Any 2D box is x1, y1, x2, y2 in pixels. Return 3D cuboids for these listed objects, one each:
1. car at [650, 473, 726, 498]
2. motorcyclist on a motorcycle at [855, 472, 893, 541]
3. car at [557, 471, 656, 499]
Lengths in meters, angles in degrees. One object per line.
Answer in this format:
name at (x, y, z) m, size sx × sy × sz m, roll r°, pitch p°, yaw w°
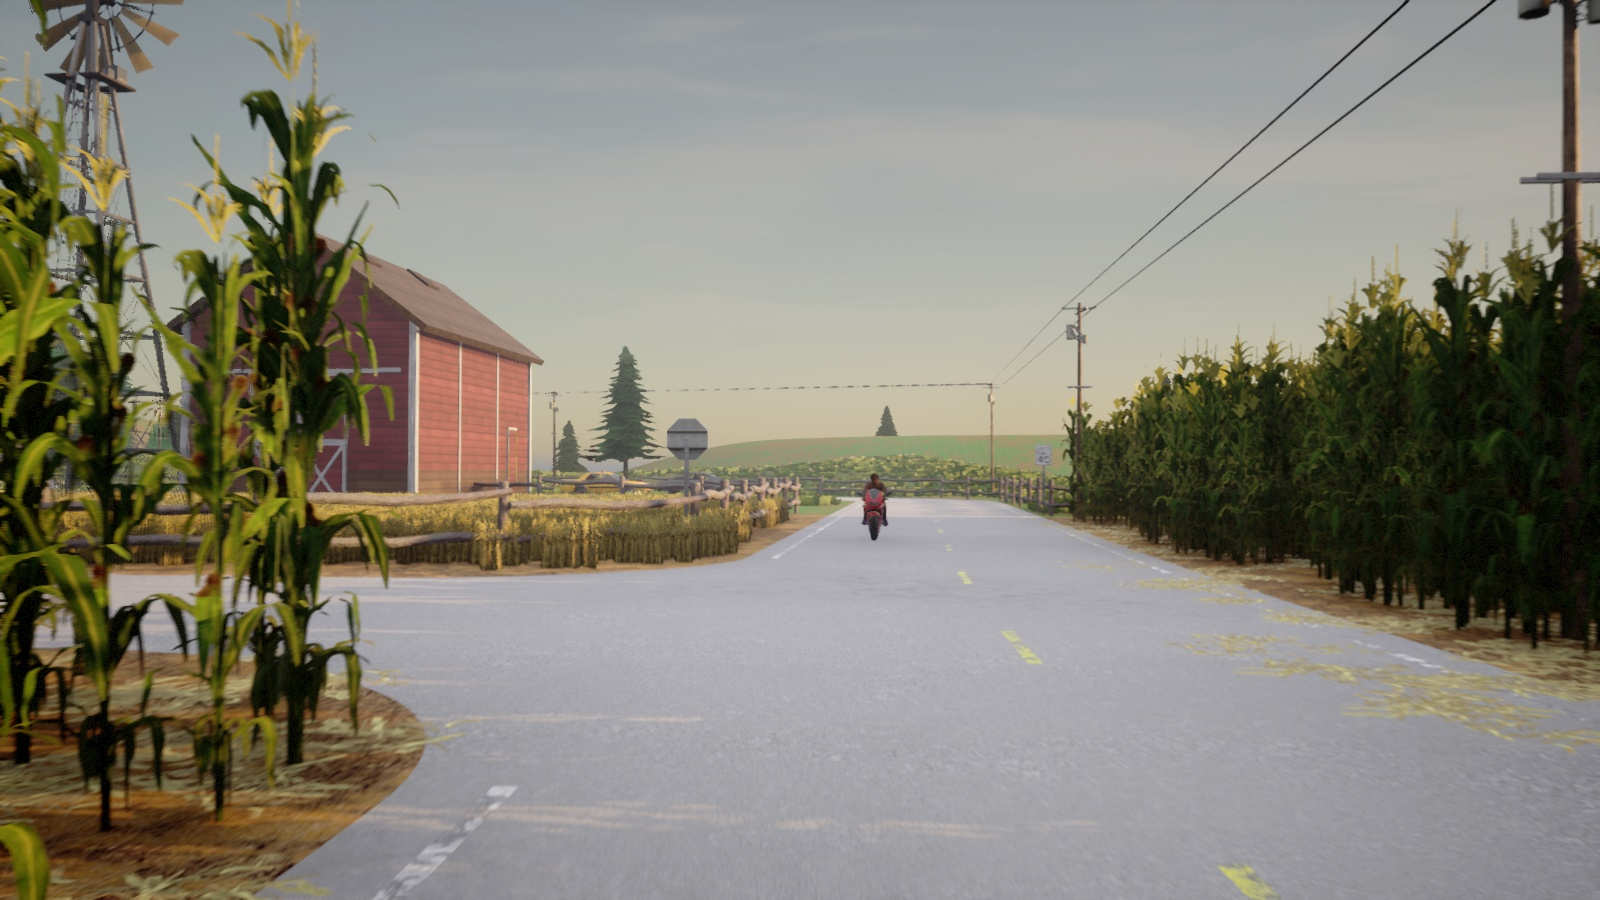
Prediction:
car at (-6.673, 2.108, 74.852) m, size 4.193 × 1.474 × 1.816 m, roll 0°, pitch -1°, yaw 10°
motorcyclist on a motorcycle at (1.715, 1.271, 28.724) m, size 0.797 × 1.523 × 2.044 m, roll 0°, pitch -1°, yaw 5°
car at (-11.160, 2.010, 72.432) m, size 5.366 × 1.575 × 1.801 m, roll 0°, pitch -1°, yaw 11°
